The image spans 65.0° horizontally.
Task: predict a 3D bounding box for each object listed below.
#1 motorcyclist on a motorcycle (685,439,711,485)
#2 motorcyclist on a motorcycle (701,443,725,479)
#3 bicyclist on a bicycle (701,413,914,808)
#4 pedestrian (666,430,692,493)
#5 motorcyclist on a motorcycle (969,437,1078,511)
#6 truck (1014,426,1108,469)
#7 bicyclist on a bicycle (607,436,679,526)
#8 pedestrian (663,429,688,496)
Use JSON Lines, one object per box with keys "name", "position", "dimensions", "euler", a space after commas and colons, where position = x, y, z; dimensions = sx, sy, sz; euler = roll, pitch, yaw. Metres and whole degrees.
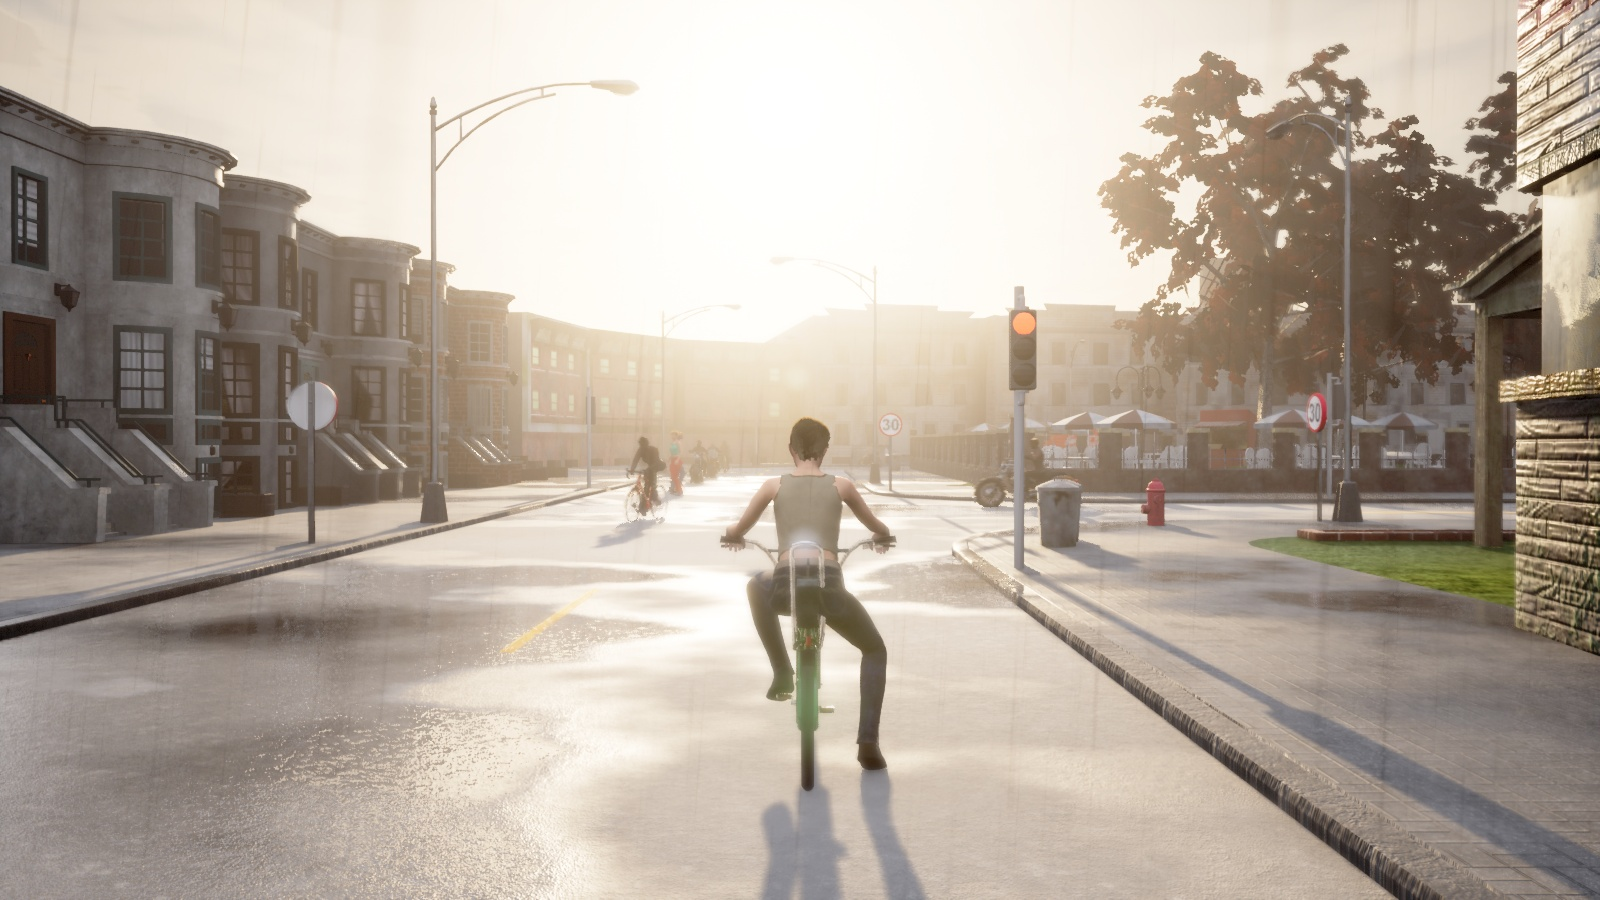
{"name": "motorcyclist on a motorcycle", "position": [-3.778, 0.429, 46.842], "dimensions": [0.766, 1.649, 2.350], "euler": [0, 0, 0]}
{"name": "motorcyclist on a motorcycle", "position": [-3.752, 0.472, 54.283], "dimensions": [0.866, 1.530, 2.191], "euler": [0, 0, 0]}
{"name": "bicyclist on a bicycle", "position": [0.037, 0.650, 5.875], "dimensions": [0.866, 1.612, 1.509], "euler": [0, 0, 0]}
{"name": "pedestrian", "position": [-3.549, 0.328, 36.841], "dimensions": [0.706, 1.836, 0.354], "euler": [0, 0, 1]}
{"name": "motorcyclist on a motorcycle", "position": [5.086, 0.539, 28.712], "dimensions": [2.350, 1.649, 0.766], "euler": [0, 0, -1]}
{"name": "truck", "position": [16.159, -0.142, 77.922], "dimensions": [5.204, 2.467, 2.627], "euler": [2, 0, 0]}
{"name": "bicyclist on a bicycle", "position": [-2.965, 0.562, 23.874], "dimensions": [0.582, 1.620, 1.656], "euler": [2, 1, 23]}
{"name": "pedestrian", "position": [-3.451, 0.340, 34.736], "dimensions": [0.594, 1.836, 0.345], "euler": [0, 0, -36]}
